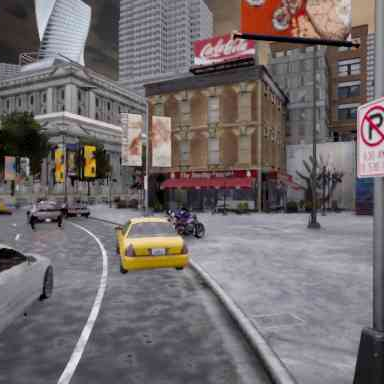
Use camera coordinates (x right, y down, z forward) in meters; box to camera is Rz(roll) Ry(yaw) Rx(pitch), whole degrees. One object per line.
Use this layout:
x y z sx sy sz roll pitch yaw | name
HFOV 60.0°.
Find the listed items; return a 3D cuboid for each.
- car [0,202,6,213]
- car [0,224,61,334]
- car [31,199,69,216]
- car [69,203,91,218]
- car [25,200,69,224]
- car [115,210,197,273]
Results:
-21.943 1.435 35.862 5.366 1.575 1.801 0 0 40 | car
-3.690 1.523 5.319 1.812 1.442 4.674 0 0 -7 | car
-14.167 1.507 33.065 2.002 1.452 4.674 0 0 -44 | car
-10.377 1.586 28.766 1.895 1.301 4.718 0 0 -34 | car
-9.988 1.483 22.288 2.128 1.511 4.902 0 0 -30 | car
-1.478 1.456 10.764 1.801 1.575 5.366 0 0 -15 | car
